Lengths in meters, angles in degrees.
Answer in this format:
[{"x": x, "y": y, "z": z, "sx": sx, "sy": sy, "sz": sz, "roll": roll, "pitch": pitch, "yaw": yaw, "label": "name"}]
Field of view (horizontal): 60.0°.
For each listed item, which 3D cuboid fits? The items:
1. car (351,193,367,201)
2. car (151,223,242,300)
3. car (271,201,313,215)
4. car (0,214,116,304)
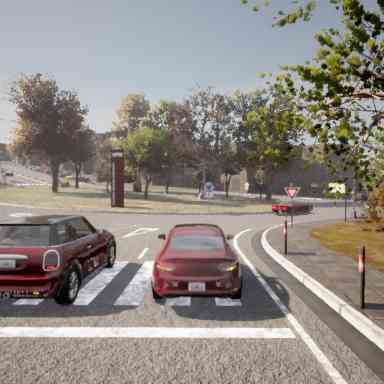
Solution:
[{"x": 29.232, "y": 0.939, "z": 56.398, "sx": 5.357, "sy": 1.411, "sz": 2.033, "roll": 2, "pitch": 0, "yaw": -34, "label": "car"}, {"x": 0.107, "y": 1.497, "z": 8.199, "sx": 1.812, "sy": 1.442, "sz": 4.674, "roll": 0, "pitch": 0, "yaw": 0, "label": "car"}, {"x": 10.009, "y": 1.524, "z": 32.968, "sx": 4.718, "sy": 1.301, "sz": 1.895, "roll": -1, "pitch": 2, "yaw": -41, "label": "car"}, {"x": -3.355, "y": 1.324, "z": 8.234, "sx": 2.097, "sy": 1.767, "sz": 4.553, "roll": 0, "pitch": 0, "yaw": 1, "label": "car"}]
